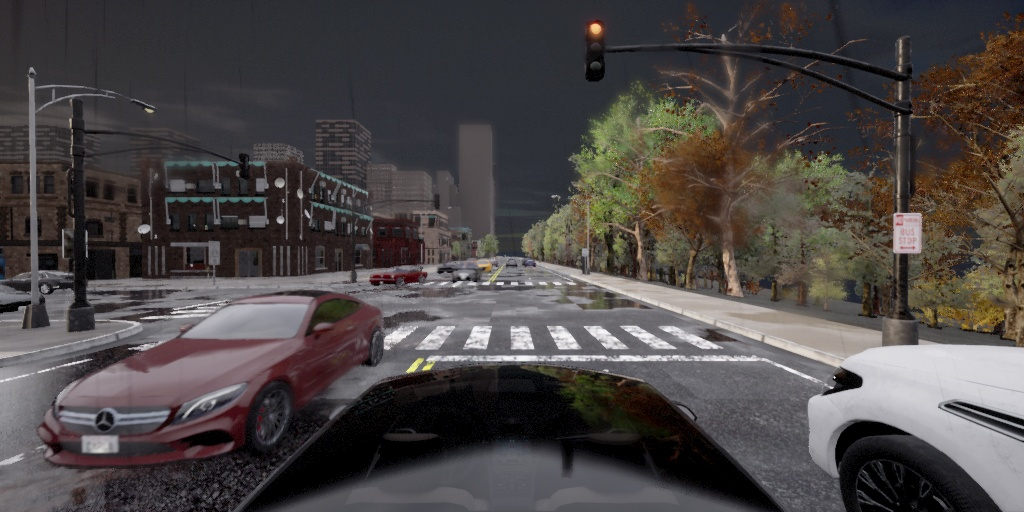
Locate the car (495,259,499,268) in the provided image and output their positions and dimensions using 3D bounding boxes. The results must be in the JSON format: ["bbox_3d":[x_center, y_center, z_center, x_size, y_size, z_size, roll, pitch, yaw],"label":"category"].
[{"bbox_3d":[-3.430,1.251,62.545,1.812,1.442,4.674,0,0,0],"label":"car"}]

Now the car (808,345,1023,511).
[{"bbox_3d":[3.356,0.972,0.343,2.150,2.045,5.566,0,0,0],"label":"car"}]

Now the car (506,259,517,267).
[{"bbox_3d":[-0.039,1.289,64.077,1.994,1.385,4.181,0,0,0],"label":"car"}]

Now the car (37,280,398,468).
[{"bbox_3d":[-3.357,1.275,5.247,1.812,1.442,4.674,0,0,0],"label":"car"}]

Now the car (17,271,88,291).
[{"bbox_3d":[-28.321,1.559,21.594,4.403,1.370,2.007,0,0,0],"label":"car"}]

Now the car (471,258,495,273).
[{"bbox_3d":[-3.435,1.212,42.590,1.882,1.535,5.008,0,0,0],"label":"car"}]

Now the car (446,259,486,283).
[{"bbox_3d":[-3.403,1.233,27.547,2.128,1.511,4.902,0,0,0],"label":"car"}]

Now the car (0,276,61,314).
[{"bbox_3d":[-19.970,1.564,13.099,4.313,1.339,1.948,0,0,0],"label":"car"}]

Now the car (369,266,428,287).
[{"bbox_3d":[-7.566,1.345,24.311,1.895,1.301,4.718,0,0,13],"label":"car"}]

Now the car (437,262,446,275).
[{"bbox_3d":[-6.676,1.338,38.100,1.895,1.301,4.718,0,0,0],"label":"car"}]

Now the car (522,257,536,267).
[{"bbox_3d":[3.219,1.250,64.046,1.812,1.442,4.674,0,0,0],"label":"car"}]
